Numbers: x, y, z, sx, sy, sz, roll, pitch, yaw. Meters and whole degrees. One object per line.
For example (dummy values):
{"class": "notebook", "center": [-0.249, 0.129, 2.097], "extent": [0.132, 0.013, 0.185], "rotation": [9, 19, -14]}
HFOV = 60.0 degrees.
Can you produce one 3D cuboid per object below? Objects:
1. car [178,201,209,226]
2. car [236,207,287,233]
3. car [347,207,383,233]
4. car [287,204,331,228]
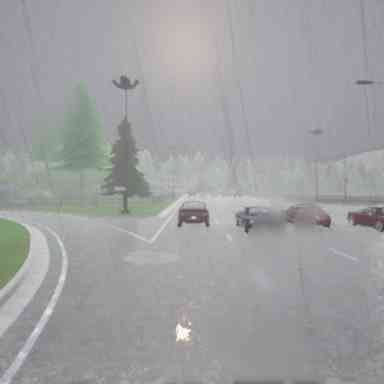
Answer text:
{"class": "car", "center": [0.097, 1.320, 21.803], "extent": [1.882, 1.535, 5.008], "rotation": [0, 0, 0]}
{"class": "car", "center": [3.598, 1.465, 18.653], "extent": [1.895, 1.301, 4.718], "rotation": [0, 0, 0]}
{"class": "car", "center": [10.597, 1.466, 18.655], "extent": [1.895, 1.301, 4.718], "rotation": [0, 0, 0]}
{"class": "car", "center": [7.097, 1.412, 20.991], "extent": [1.994, 1.385, 4.181], "rotation": [0, 0, 0]}
